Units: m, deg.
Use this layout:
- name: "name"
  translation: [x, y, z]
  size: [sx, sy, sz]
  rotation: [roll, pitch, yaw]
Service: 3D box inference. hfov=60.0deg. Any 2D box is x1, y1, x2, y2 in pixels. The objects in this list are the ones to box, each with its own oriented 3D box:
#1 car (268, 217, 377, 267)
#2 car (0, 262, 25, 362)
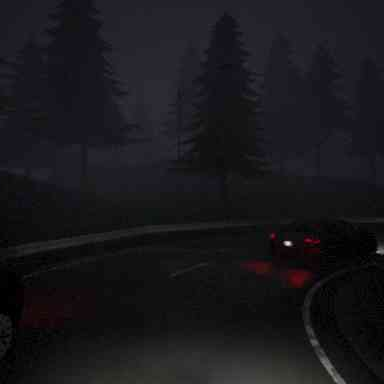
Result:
- name: "car"
  translation: [4.537, 1.545, 11.378]
  size: [4.181, 1.385, 1.994]
  rotation: [0, 0, -37]
- name: "car"
  translation: [-3.467, 1.488, 2.936]
  size: [2.128, 1.511, 4.902]
  rotation: [0, 0, 3]
